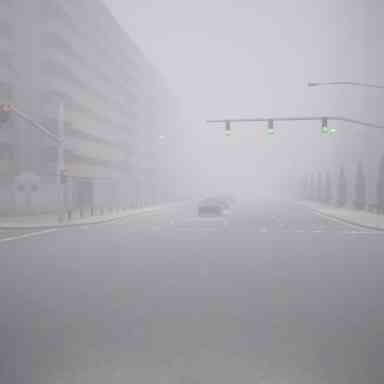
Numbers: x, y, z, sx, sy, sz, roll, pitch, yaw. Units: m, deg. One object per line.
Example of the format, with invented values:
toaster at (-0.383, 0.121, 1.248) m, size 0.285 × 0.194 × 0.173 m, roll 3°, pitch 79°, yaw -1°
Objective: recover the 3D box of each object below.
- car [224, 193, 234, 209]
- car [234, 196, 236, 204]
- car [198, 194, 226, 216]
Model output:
car at (3.469, 1.166, 39.358) m, size 2.128 × 1.511 × 4.902 m, roll 0°, pitch 0°, yaw 11°
car at (5.344, 0.946, 49.416) m, size 2.097 × 1.767 × 4.553 m, roll 0°, pitch 0°, yaw 11°
car at (1.745, 1.227, 29.901) m, size 1.882 × 1.535 × 5.008 m, roll 0°, pitch 0°, yaw 10°
